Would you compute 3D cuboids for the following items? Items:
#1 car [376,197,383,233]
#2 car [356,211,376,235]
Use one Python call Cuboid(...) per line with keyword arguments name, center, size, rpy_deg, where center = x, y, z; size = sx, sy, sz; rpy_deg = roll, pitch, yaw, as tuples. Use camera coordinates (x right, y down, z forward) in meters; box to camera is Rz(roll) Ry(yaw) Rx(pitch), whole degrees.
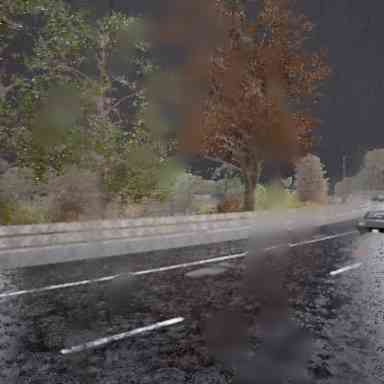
Cuboid(name="car", center=(8.259, 1.244, 10.830), size=(5.566, 2.045, 2.150), rpy_deg=(0, 0, -42))
Cuboid(name="car", center=(10.620, 1.643, 18.082), size=(1.895, 1.301, 4.718), rpy_deg=(0, 0, 44))
